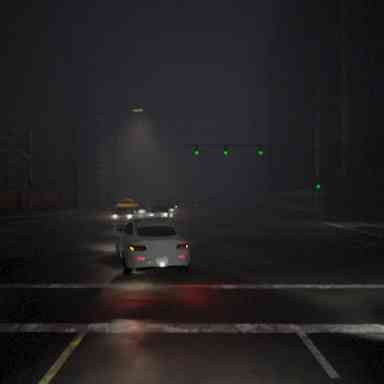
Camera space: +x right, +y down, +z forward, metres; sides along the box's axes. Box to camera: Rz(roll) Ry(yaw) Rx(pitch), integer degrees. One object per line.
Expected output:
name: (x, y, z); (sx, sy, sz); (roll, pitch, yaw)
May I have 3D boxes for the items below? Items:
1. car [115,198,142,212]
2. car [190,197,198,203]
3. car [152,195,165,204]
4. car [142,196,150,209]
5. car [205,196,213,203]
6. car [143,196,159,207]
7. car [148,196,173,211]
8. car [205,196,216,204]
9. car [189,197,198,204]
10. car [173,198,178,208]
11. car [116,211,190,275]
car: (-7.254, 1.585, 37.507); (1.882, 1.535, 5.008); (0, 0, 1)
car: (0.465, 1.819, 78.032); (1.895, 1.301, 4.718); (0, 0, 1)
car: (-6.712, 1.544, 66.923); (2.097, 1.767, 4.553); (0, 0, 1)
car: (-7.110, 1.626, 46.774); (2.128, 1.511, 4.902); (0, 0, 1)
car: (3.964, 1.702, 77.947); (1.882, 1.535, 5.008); (0, 0, 1)
car: (-6.882, 1.515, 56.833); (2.097, 1.767, 4.553); (0, 0, 1)
car: (-3.719, 1.592, 39.901); (1.882, 1.535, 5.008); (0, 0, 1)
car: (3.804, 1.673, 67.833); (1.882, 1.535, 5.008); (0, 0, 1)
car: (0.302, 1.795, 67.704); (1.895, 1.301, 4.718); (0, 0, 1)
car: (-3.562, 1.646, 49.129); (1.837, 1.490, 4.892); (0, 0, 1)
car: (-1.347, 1.556, 10.567); (1.812, 1.442, 4.674); (0, 0, -15)
